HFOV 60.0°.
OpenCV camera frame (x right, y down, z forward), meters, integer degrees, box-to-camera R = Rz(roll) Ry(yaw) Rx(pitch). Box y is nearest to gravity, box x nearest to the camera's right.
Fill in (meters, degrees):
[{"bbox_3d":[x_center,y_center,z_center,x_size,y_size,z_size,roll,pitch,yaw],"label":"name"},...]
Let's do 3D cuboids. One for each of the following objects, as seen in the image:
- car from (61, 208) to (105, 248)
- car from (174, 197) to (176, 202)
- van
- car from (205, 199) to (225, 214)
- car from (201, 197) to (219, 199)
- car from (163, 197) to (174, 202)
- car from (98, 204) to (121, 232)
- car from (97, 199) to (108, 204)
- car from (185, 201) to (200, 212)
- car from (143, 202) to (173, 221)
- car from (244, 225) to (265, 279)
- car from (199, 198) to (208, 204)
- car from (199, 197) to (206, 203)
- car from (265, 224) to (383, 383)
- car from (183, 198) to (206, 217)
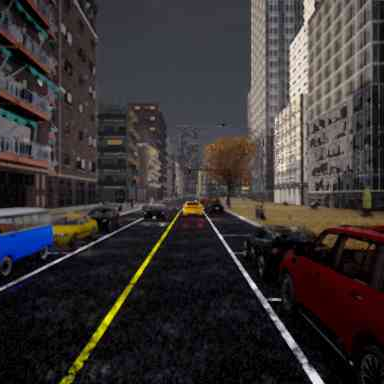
[{"bbox_3d":[-5.694,1.612,15.391,1.752,1.417,4.829,0,0,0],"label":"car"},{"bbox_3d":[-5.732,2.108,86.628,2.008,1.369,4.403,0,0,0],"label":"car"},{"bbox_3d":[-5.691,1.398,10.039,1.690,1.788,3.998,0,0,0],"label":"van"},{"bbox_3d":[2.675,1.790,37.656,1.947,1.339,4.313,0,0,0],"label":"car"},{"bbox_3d":[2.672,1.575,43.181,2.192,1.841,5.009,0,0,0],"label":"car"},{"bbox_3d":[-5.726,2.028,75.562,2.008,1.369,4.403,0,0,0],"label":"car"},{"bbox_3d":[-5.698,1.687,21.084,1.947,1.339,4.313,0,0,0],"label":"car"},{"bbox_3d":[-16.452,1.684,56.153,4.403,1.369,2.008,1,-1,-1],"label":"car"},{"bbox_3d":[0.081,1.864,43.677,1.895,1.301,4.718,0,0,0],"label":"car"},{"bbox_3d":[-3.019,1.770,28.851,1.895,1.301,4.718,0,0,0],"label":"car"},{"bbox_3d":[2.689,1.622,10.042,1.947,1.339,4.313,0,0,0],"label":"car"},{"bbox_3d":[2.654,2.022,75.566,1.887,1.381,4.507,0,0,0],"label":"car"},{"bbox_3d":[2.648,2.084,86.802,1.752,1.417,4.829,0,0,0],"label":"car"},{"bbox_3d":[2.693,1.341,4.522,2.192,1.841,5.009,0,0,0],"label":"car"},{"bbox_3d":[0.085,1.675,33.409,1.882,1.535,5.008,0,0,0],"label":"car"}]
